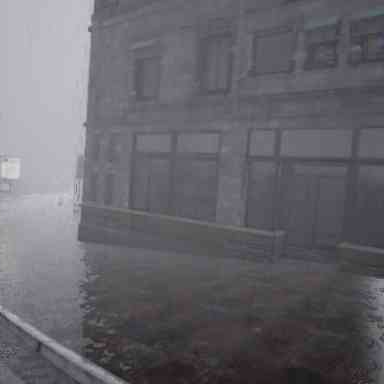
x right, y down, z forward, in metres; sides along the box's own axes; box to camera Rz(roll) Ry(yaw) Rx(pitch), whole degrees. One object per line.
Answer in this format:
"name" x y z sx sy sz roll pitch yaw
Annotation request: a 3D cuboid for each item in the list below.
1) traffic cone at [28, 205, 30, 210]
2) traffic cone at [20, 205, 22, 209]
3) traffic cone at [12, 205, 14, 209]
"traffic cone" -21.885 2.051 44.714 0.340 0.580 0.340 4 -1 -14
"traffic cone" -22.841 1.992 44.473 0.340 0.580 0.340 4 -1 -14
"traffic cone" -23.808 1.933 44.230 0.340 0.580 0.340 4 -1 -14
